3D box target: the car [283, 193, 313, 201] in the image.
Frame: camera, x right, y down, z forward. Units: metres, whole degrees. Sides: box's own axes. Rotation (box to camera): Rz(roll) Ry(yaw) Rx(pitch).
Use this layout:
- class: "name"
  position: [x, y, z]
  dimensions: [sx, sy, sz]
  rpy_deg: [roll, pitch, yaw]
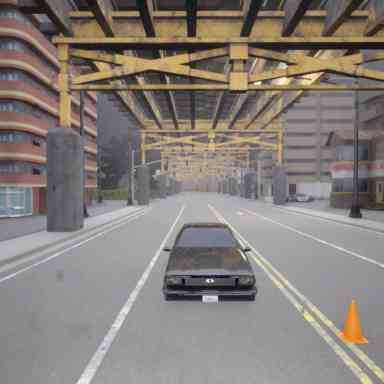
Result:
- class: "car"
  position: [17.529, 0.849, 54.808]
  dimensions: [4.536, 1.218, 1.853]
  rpy_deg: [0, 1, -20]

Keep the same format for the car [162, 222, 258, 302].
- class: "car"
  position: [0.364, 1.534, 8.684]
  dimensions: [2.033, 1.411, 5.357]
  rpy_deg: [0, 0, 1]

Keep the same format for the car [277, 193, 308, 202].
- class: "car"
  position: [17.829, 0.960, 58.949]
  dimensions: [4.974, 1.542, 2.038]
  rpy_deg: [0, 1, 25]

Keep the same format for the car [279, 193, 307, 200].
- class: "car"
  position: [17.876, 0.802, 58.925]
  dimensions: [4.536, 1.218, 1.853]
  rpy_deg: [0, 1, 25]

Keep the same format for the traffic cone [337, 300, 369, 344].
- class: "traffic cone"
  position: [2.455, 1.949, 5.076]
  dimensions: [0.340, 0.580, 0.340]
  rpy_deg: [0, 0, 0]

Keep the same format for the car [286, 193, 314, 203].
- class: "car"
  position: [17.480, 1.007, 54.792]
  dimensions: [4.974, 1.542, 2.038]
  rpy_deg: [0, 1, -20]
